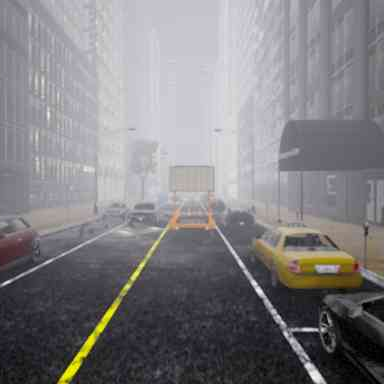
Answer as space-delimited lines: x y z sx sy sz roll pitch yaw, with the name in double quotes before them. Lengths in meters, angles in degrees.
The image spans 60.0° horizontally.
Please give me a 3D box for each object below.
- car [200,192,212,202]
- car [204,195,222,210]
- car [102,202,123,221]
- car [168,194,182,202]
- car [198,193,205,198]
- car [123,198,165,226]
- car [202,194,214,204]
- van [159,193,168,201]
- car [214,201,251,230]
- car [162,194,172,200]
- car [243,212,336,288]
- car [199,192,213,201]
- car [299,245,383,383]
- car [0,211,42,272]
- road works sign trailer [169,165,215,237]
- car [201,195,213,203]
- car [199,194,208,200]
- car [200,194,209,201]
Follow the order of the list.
"car" 2.687 0.963 65.722 2.192 1.841 5.009 0 0 0
"car" 2.687 1.374 37.233 1.947 1.339 4.313 0 0 0
"car" -5.694 1.450 25.843 1.802 1.307 4.206 0 0 0
"car" -3.029 1.224 63.348 1.994 1.385 4.181 0 0 1
"car" 2.690 0.997 94.384 1.752 1.417 4.829 0 0 0
"car" -3.099 1.390 22.523 1.837 1.490 4.892 0 0 0
"car" 2.687 1.322 42.931 1.887 1.381 4.507 0 0 0
"van" -5.694 0.989 65.727 1.690 1.788 3.998 0 0 0
"car" 2.686 1.448 20.138 2.008 1.369 4.403 0 0 0
"car" -5.691 1.131 77.122 2.008 1.369 4.403 0 0 0
"car" 2.685 1.480 8.913 1.752 1.417 4.829 0 0 0
"car" 2.687 1.029 54.326 2.192 1.841 5.009 0 0 0
"car" 2.685 1.550 3.046 1.947 1.339 4.313 0 0 0
"car" -5.696 1.396 8.749 1.967 1.590 4.097 0 0 0
"road works sign trailer" -0.001 0.375 17.420 2.380 3.560 2.880 0 0 0
"car" 2.688 1.225 60.024 1.887 1.381 4.507 0 0 0
"car" 2.689 1.125 77.119 1.887 1.381 4.507 0 0 0
"car" 2.688 1.138 71.591 1.752 1.417 4.829 0 0 0
